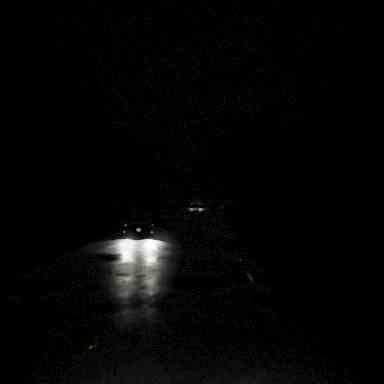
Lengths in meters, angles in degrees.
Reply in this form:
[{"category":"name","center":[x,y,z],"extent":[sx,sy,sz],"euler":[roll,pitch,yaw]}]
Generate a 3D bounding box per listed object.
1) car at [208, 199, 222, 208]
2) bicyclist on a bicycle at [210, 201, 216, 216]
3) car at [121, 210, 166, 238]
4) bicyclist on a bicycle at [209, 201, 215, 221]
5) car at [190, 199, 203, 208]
[{"category":"car","center":[3.887,2.188,60.641],"extent":[2.033,1.411,5.357],"euler":[0,-1,7]},{"category":"bicyclist on a bicycle","center":[2.289,1.810,36.565],"extent":[0.582,1.620,1.656],"euler":[0,-1,4]},{"category":"car","center":[-2.658,1.745,18.940],"extent":[1.994,1.385,4.181],"euler":[0,-1,2]},{"category":"bicyclist on a bicycle","center":[1.687,1.721,27.627],"extent":[0.582,1.620,1.656],"euler":[0,-1,3]},{"category":"car","center":[0.885,2.121,61.092],"extent":[1.882,1.535,5.008],"euler":[0,-1,8]}]
